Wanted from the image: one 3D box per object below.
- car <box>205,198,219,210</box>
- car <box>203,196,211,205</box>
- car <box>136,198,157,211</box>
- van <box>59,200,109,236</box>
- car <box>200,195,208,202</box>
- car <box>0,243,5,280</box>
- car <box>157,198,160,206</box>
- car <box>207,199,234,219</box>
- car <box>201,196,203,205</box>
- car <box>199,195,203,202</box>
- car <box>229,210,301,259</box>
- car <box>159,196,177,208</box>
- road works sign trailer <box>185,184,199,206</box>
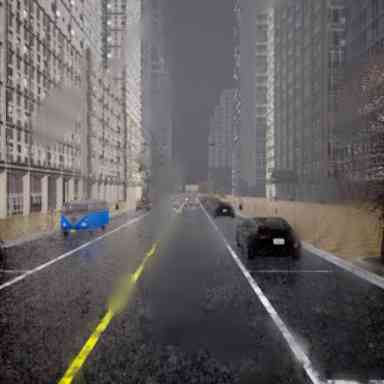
[{"bbox_3d":[2.679,1.569,34.910,1.802,1.307,4.206,-1,0,0],"label":"car"},{"bbox_3d":[2.678,1.425,40.553,1.967,1.590,4.097,-1,0,0],"label":"car"},{"bbox_3d":[-5.701,1.566,40.553,1.802,1.307,4.206,-1,0,0],"label":"car"},{"bbox_3d":[-5.703,1.335,17.987,1.690,1.788,3.998,-1,0,0],"label":"van"},{"bbox_3d":[2.675,1.491,74.579,1.752,1.417,4.829,-1,0,0],"label":"car"},{"bbox_3d":[-5.700,1.438,6.705,1.967,1.590,4.097,-1,0,0],"label":"car"},{"bbox_3d":[-5.703,1.544,51.835,1.947,1.339,4.313,-1,0,0],"label":"car"},{"bbox_3d":[2.680,1.556,29.268,1.947,1.339,4.313,-1,0,0],"label":"car"},{"bbox_3d":[2.678,1.548,46.195,1.947,1.339,4.313,-1,0,0],"label":"car"},{"bbox_3d":[2.677,1.542,57.481,1.947,1.339,4.313,-1,0,0],"label":"car"},{"bbox_3d":[2.682,1.563,12.339,1.947,1.339,4.313,-1,0,0],"label":"car"},{"bbox_3d":[-3.083,1.582,47.080,1.895,1.301,4.718,0,0,0],"label":"car"},{"bbox_3d":[-0.004,0.442,53.745,2.380,3.560,2.880,0,0,0],"label":"road works sign trailer"}]
